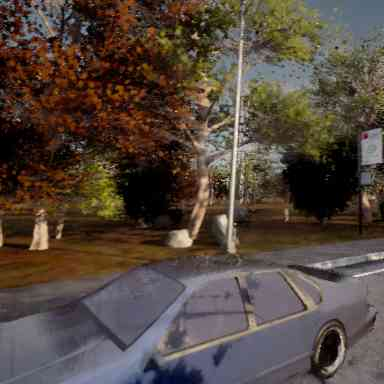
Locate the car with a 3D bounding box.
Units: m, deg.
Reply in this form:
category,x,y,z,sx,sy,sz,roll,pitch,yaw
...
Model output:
category,x,y,z,sx,sy,sz,roll,pitch,yaw
car,0.053,1.530,3.936,5.357,1.411,2.033,0,0,-34
